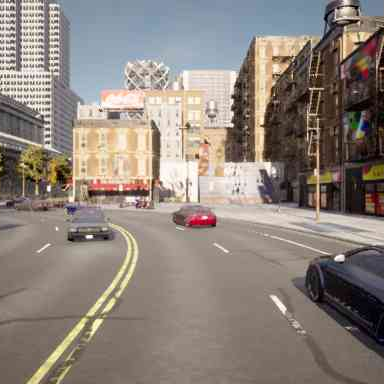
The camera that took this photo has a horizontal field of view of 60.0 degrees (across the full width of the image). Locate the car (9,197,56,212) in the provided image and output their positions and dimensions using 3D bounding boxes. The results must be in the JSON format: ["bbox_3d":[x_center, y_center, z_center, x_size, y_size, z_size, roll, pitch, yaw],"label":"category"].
[{"bbox_3d":[-19.038,1.547,39.648,5.357,1.411,2.033,0,0,32],"label":"car"}]

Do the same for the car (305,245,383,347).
[{"bbox_3d":[3.494,1.564,5.553,1.994,1.385,4.181,0,0,-2],"label":"car"}]

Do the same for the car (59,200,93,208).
[{"bbox_3d":[-11.040,1.601,33.088,1.895,1.301,4.718,0,0,-44],"label":"car"}]

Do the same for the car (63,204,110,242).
[{"bbox_3d":[-5.276,1.548,16.938,2.033,1.411,5.357,0,0,-18],"label":"car"}]

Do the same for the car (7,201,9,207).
[{"bbox_3d":[-25.737,1.520,50.328,4.674,1.452,2.002,0,0,20],"label":"car"}]

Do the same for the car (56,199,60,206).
[{"bbox_3d":[-20.435,1.595,48.155,4.718,1.301,1.895,0,0,30],"label":"car"}]

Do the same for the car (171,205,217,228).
[{"bbox_3d":[0.037,1.564,22.529,1.994,1.385,4.181,0,0,-22],"label":"car"}]
